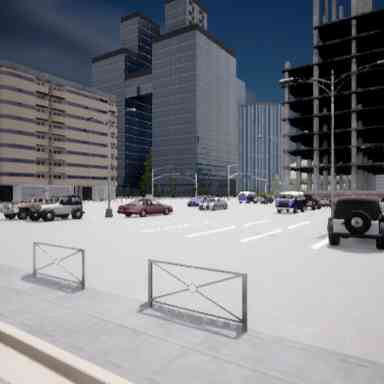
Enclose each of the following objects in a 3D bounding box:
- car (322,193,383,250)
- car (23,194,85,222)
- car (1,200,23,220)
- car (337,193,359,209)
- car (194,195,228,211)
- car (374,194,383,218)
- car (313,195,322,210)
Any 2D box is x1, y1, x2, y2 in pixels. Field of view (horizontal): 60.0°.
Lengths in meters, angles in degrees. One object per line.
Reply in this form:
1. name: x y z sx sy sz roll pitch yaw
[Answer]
1. car: 6.641 1.113 13.047 1.905 1.878 3.866 0 0 34
2. car: -9.642 1.116 23.999 1.905 1.878 3.866 0 0 34
3. car: -12.010 1.113 25.664 1.932 1.855 4.605 0 0 34
4. car: 20.258 1.115 43.167 1.932 1.855 4.605 0 0 34
5. car: 2.376 1.357 36.960 1.970 1.475 3.806 0 0 34
6. car: 16.429 1.112 27.578 1.932 1.855 4.605 0 0 34
7. car: 18.006 1.326 44.627 1.784 1.438 3.905 0 0 34
